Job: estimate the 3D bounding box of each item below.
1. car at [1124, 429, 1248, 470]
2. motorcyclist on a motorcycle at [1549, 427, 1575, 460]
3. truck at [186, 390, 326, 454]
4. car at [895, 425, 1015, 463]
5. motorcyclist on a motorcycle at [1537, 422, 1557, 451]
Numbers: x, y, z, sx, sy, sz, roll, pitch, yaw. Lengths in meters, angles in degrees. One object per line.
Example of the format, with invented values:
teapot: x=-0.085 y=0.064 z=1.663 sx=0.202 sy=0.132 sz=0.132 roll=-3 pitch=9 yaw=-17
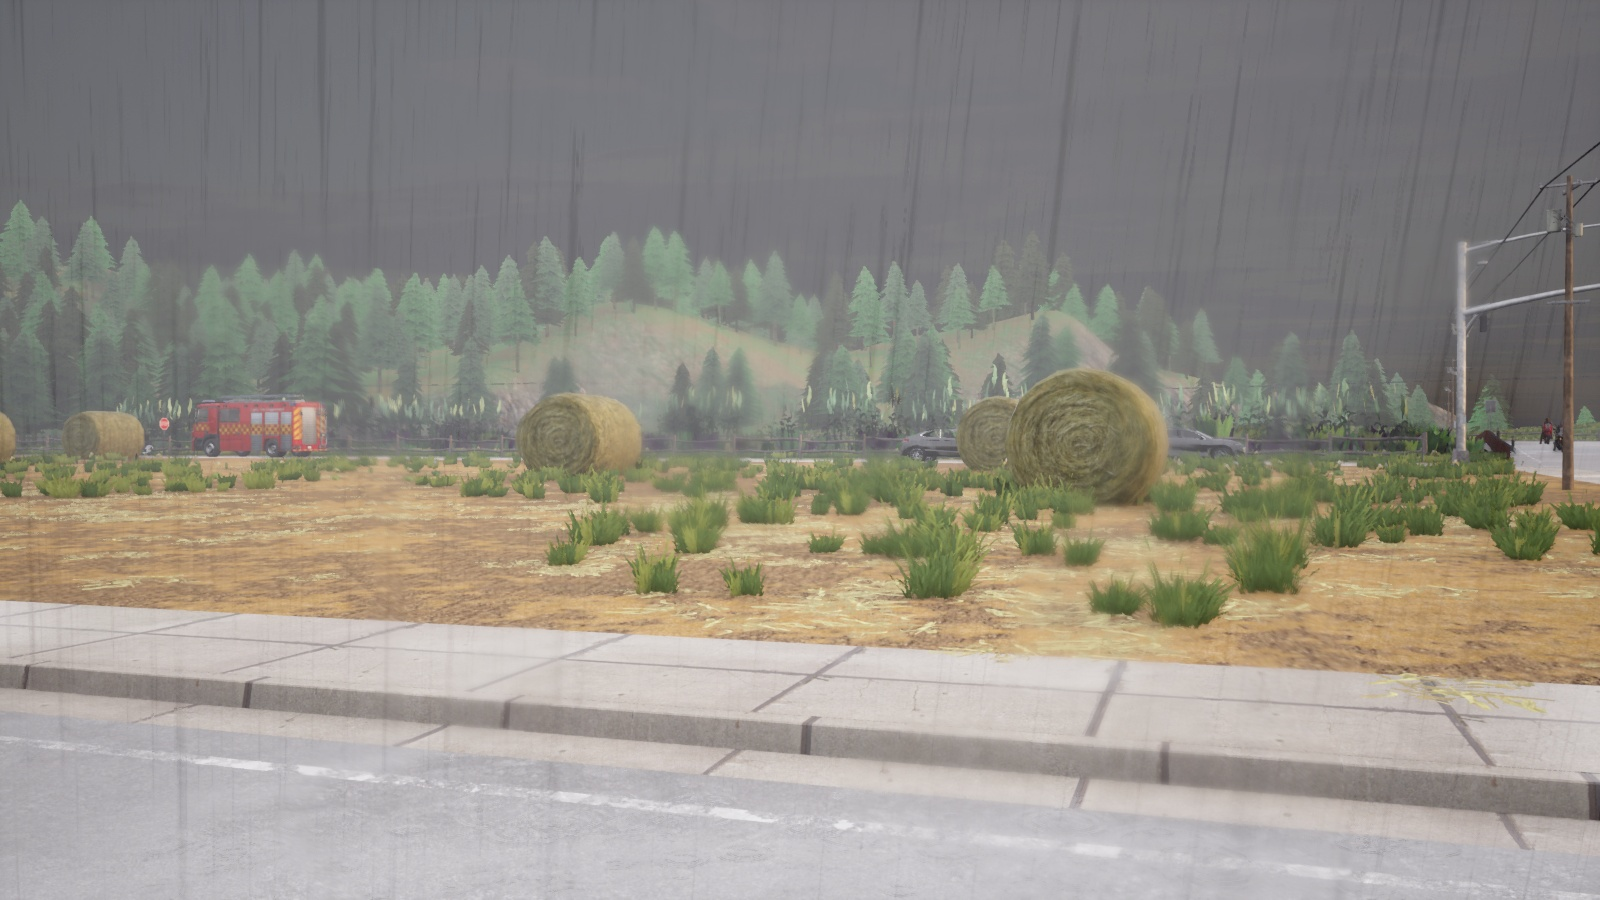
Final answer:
car: x=16.468 y=-0.047 z=53.532 sx=4.856 sy=1.649 sz=2.033 roll=1 pitch=1 yaw=22
motorcyclist on a motorcycle: x=38.603 y=-0.357 z=63.653 sx=0.866 sy=1.530 sz=2.191 roll=1 pitch=4 yaw=25
truck: x=-33.822 y=-1.723 z=78.048 sx=8.468 sy=3.827 sz=2.891 roll=1 pitch=1 yaw=22
car: x=7.087 y=-0.295 z=57.402 sx=5.027 sy=1.651 sz=2.152 roll=1 pitch=1 yaw=22
motorcyclist on a motorcycle: x=41.738 y=-0.765 z=70.151 sx=0.797 sy=1.523 sz=2.044 roll=1 pitch=2 yaw=26
